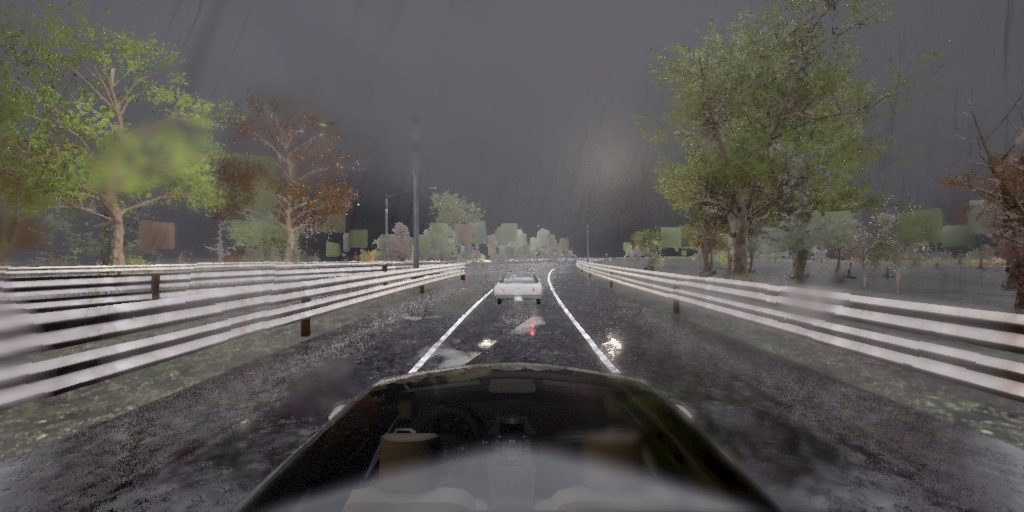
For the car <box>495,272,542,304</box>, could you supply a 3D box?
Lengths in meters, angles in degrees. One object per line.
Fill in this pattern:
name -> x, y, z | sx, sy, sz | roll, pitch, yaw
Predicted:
car -> 0.355, 1.361, 16.188 | 1.895, 1.301, 4.718 | 0, 0, 3
